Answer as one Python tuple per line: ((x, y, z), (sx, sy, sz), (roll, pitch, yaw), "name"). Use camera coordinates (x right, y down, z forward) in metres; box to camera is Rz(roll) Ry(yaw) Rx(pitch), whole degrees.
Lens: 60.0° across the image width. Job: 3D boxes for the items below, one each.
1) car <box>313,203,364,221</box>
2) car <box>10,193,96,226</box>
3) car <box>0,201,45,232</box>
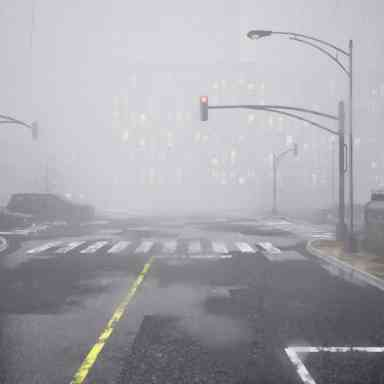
((13.163, 1.694, 29.036), (4.892, 1.490, 1.837), (1, 0, -1), "car")
((-9.234, 1.122, 21.956), (5.566, 2.045, 2.150), (1, 0, -1), "car")
((-11.553, 1.411, 18.664), (5.357, 1.411, 2.033), (1, 0, -1), "car")
